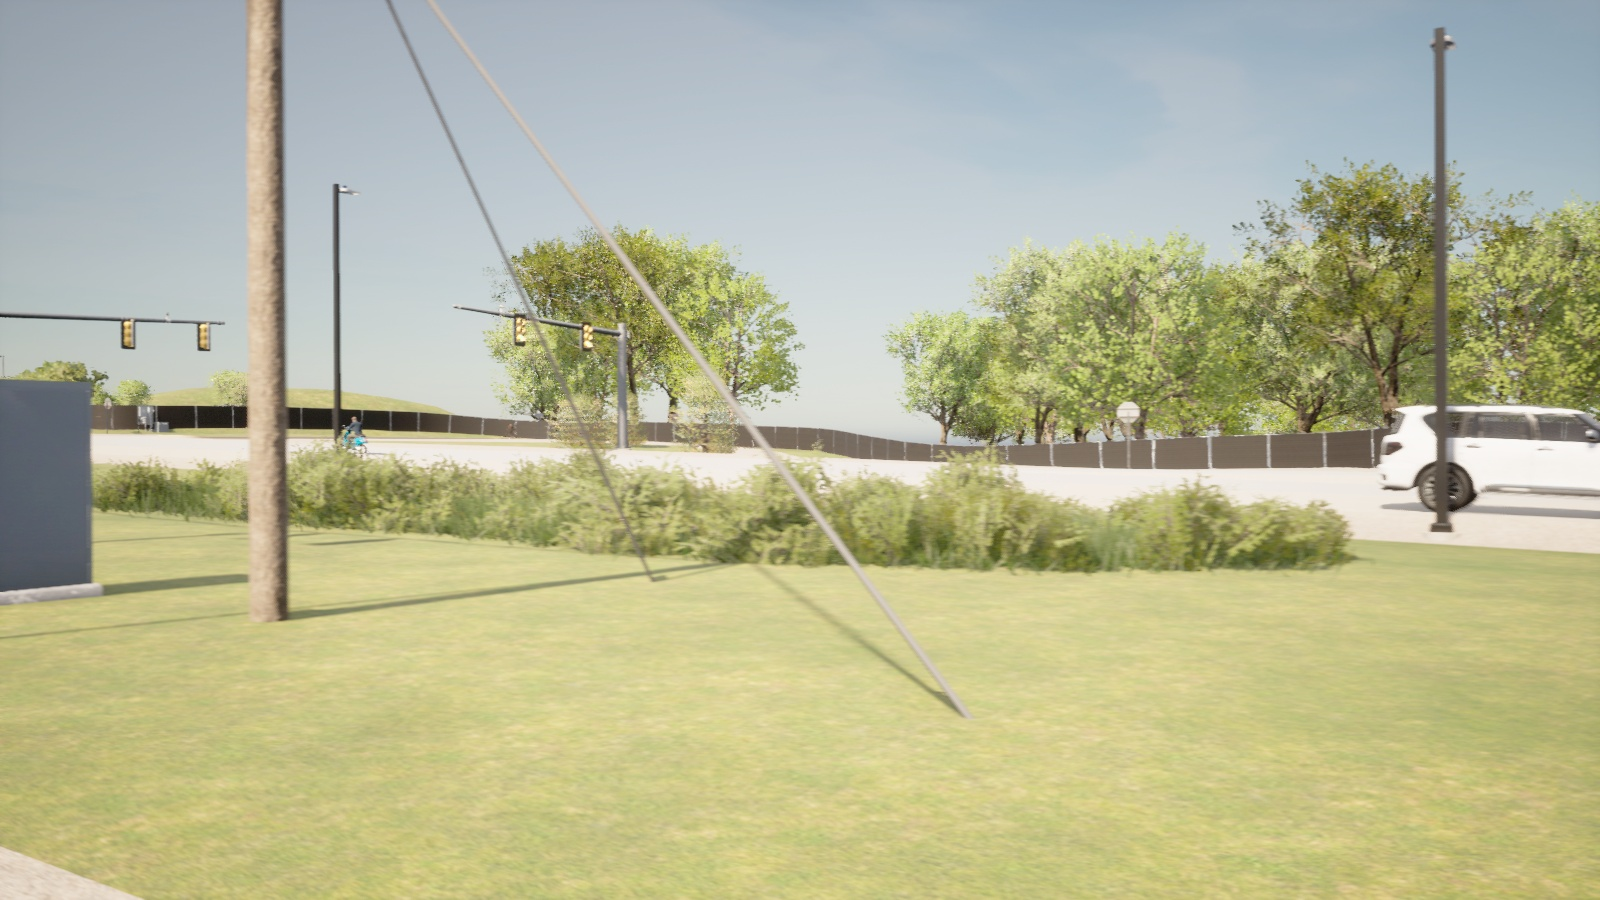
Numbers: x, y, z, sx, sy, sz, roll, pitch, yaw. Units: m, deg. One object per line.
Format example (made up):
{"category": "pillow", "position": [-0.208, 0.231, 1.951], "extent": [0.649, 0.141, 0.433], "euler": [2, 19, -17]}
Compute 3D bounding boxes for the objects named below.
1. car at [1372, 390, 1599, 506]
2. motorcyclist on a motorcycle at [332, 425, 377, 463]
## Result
{"category": "car", "position": [13.910, -0.065, 23.488], "extent": [5.566, 2.045, 2.150], "euler": [1, 1, 33]}
{"category": "motorcyclist on a motorcycle", "position": [-19.028, -0.277, 53.591], "extent": [1.817, 1.590, 0.866], "euler": [0, 1, 33]}
